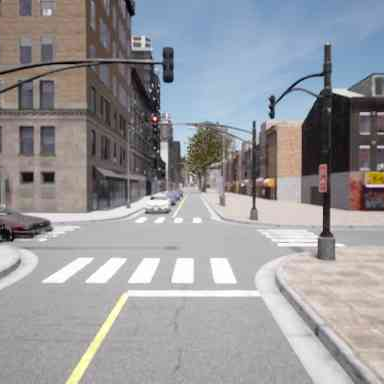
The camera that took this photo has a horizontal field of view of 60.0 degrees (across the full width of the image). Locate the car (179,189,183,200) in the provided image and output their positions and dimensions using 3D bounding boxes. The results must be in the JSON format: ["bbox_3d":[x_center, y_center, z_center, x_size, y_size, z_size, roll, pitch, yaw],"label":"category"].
[{"bbox_3d":[-2.654,0.525,47.755,1.812,1.442,4.674,0,1,1],"label":"car"}]

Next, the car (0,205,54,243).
[{"bbox_3d":[-8.628,1.213,13.729,5.357,1.411,2.033,0,1,7],"label":"car"}]

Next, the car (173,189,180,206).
[{"bbox_3d":[-2.721,0.761,37.459,2.033,1.411,5.357,0,1,0],"label":"car"}]

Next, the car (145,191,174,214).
[{"bbox_3d":[-2.755,0.945,27.682,1.812,1.442,4.674,0,1,0],"label":"car"}]
